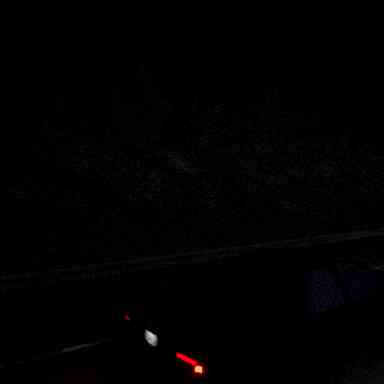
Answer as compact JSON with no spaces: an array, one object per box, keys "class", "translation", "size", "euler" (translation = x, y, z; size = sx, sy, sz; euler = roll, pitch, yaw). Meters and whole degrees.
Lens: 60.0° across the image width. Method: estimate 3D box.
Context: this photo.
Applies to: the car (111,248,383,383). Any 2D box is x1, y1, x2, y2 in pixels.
[{"class":"car","translation":[1.599,1.581,4.918],"size":[5.357,1.411,2.033],"euler":[1,0,-36]}]
